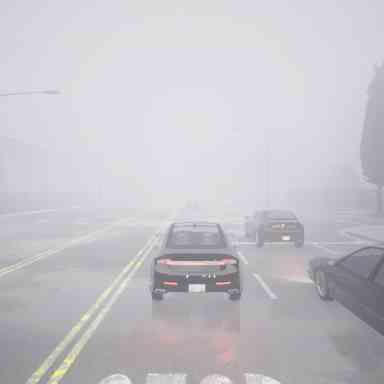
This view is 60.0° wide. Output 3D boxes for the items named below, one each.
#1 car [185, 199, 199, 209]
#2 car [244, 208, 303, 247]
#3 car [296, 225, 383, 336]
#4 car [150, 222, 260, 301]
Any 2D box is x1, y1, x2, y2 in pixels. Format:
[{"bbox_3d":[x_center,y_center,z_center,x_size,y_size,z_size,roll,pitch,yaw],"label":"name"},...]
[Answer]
[{"bbox_3d":[0.001,1.601,44.150,1.895,1.301,4.718,0,0,0],"label":"car"},{"bbox_3d":[3.565,1.505,15.035,1.837,1.490,4.892,0,0,0],"label":"car"},{"bbox_3d":[3.588,1.547,5.288,2.033,1.411,5.357,0,0,0],"label":"car"},{"bbox_3d":[0.081,1.492,8.334,2.128,1.511,4.902,0,0,0],"label":"car"}]
